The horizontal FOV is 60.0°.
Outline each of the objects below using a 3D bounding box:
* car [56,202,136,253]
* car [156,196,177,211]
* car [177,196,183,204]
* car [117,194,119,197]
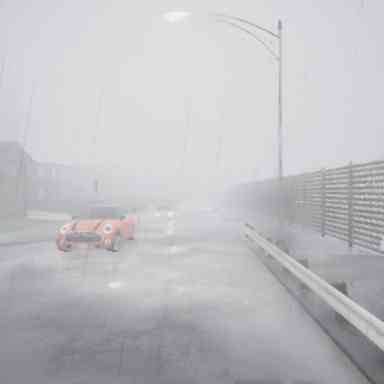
[{"bbox_3d":[-3.725,1.319,13.783,2.097,1.767,4.553,0,0,2],"label":"car"},{"bbox_3d":[-3.187,1.539,39.873,1.837,1.490,4.892,0,2,1],"label":"car"},{"bbox_3d":[-2.714,1.428,64.057,1.882,1.535,5.008,0,0,1],"label":"car"},{"bbox_3d":[-15.966,1.156,65.571,3.633,1.501,1.845,0,0,1],"label":"car"}]
